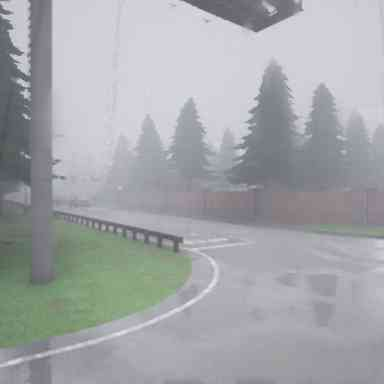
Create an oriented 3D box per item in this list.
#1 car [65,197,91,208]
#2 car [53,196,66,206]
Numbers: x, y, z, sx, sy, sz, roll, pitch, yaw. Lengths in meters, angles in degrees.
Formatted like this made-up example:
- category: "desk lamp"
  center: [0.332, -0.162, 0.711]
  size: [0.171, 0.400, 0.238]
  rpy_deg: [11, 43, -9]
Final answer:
- category: "car"
  center: [-14.646, 1.343, 43.254]
  size: [1.812, 1.442, 4.674]
  rpy_deg: [0, 0, -34]
- category: "car"
  center: [-20.342, 1.365, 51.745]
  size: [2.033, 1.411, 5.357]
  rpy_deg: [0, 0, -34]
